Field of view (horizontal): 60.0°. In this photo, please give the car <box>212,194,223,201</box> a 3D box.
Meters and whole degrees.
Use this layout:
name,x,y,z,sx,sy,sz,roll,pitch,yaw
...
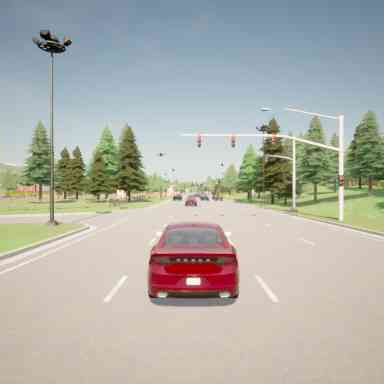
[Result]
name,x,y,z,sx,sy,sz,roll,pitch,yaw
car,6.762,1.516,83.778,2.128,1.511,4.902,0,0,0

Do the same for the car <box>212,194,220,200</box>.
name,x,y,z,sx,sy,sz,roll,pitch,yaw
car,6.732,1.372,94.197,2.033,1.411,5.357,0,0,0

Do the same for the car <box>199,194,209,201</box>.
name,x,y,z,sx,sy,sz,roll,pitch,yaw
car,3.261,1.516,84.184,1.812,1.442,4.674,0,0,0

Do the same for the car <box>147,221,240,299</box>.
name,x,y,z,sx,sy,sz,roll,pitch,yaw
car,0.039,1.478,8.542,1.882,1.535,5.008,0,0,0

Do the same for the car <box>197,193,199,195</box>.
name,x,y,z,sx,sy,sz,roll,pitch,yaw
car,3.232,1.357,94.187,2.128,1.511,4.902,0,0,0

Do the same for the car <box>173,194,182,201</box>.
name,x,y,z,sx,sy,sz,roll,pitch,yaw
car,-3.738,1.469,83.747,1.882,1.535,5.008,0,0,0

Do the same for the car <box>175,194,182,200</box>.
name,x,y,z,sx,sy,sz,roll,pitch,yaw
car,-3.768,1.310,94.167,1.882,1.535,5.008,0,0,0

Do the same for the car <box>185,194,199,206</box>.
name,x,y,z,sx,sy,sz,roll,pitch,yaw
car,-0.150,1.525,53.145,1.812,1.442,4.674,0,0,0
